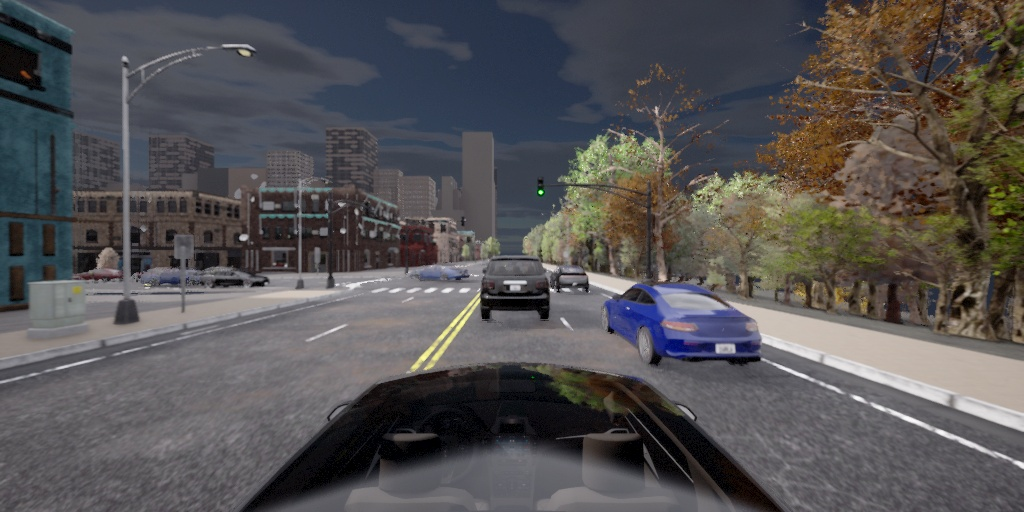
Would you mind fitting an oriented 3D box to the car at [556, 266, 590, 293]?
[{"bbox_3d":[3.350,1.312,21.523,2.128,1.511,4.902,0,0,0],"label":"car"}]

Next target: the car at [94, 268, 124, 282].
[{"bbox_3d":[-39.350,1.836,34.468,4.207,1.307,1.802,0,0,0],"label":"car"}]

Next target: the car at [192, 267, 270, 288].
[{"bbox_3d":[-19.947,1.653,25.942,4.313,1.339,1.948,0,0,0],"label":"car"}]

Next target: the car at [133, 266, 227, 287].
[{"bbox_3d":[-26.350,1.691,28.657,5.357,1.411,2.033,-1,0,0],"label":"car"}]

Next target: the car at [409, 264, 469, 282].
[{"bbox_3d":[-6.180,1.397,30.202,5.357,1.411,2.033,0,0,29],"label":"car"}]

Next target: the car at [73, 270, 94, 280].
[{"bbox_3d":[-33.824,1.685,26.080,4.097,1.591,1.967,0,0,0],"label":"car"}]

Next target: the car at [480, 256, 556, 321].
[{"bbox_3d":[0.099,1.010,12.860,2.150,2.045,5.566,0,0,0],"label":"car"}]

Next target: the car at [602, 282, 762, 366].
[{"bbox_3d":[3.351,1.298,7.929,1.812,1.442,4.674,0,0,0],"label":"car"}]
